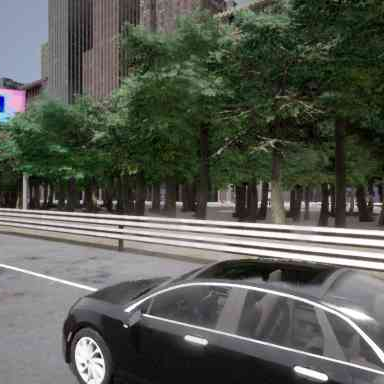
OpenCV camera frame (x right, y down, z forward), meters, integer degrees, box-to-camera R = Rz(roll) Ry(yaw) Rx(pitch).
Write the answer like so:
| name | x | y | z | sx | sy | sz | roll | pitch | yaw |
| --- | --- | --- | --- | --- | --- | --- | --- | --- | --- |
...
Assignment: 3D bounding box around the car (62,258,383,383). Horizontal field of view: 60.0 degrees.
| name | x | y | z | sx | sy | sz | roll | pitch | yaw |
| --- | --- | --- | --- | --- | --- | --- | --- | --- | --- |
| car | 0.576 | 1.505 | 3.585 | 4.892 | 1.490 | 1.837 | 0 | 0 | 36 |
